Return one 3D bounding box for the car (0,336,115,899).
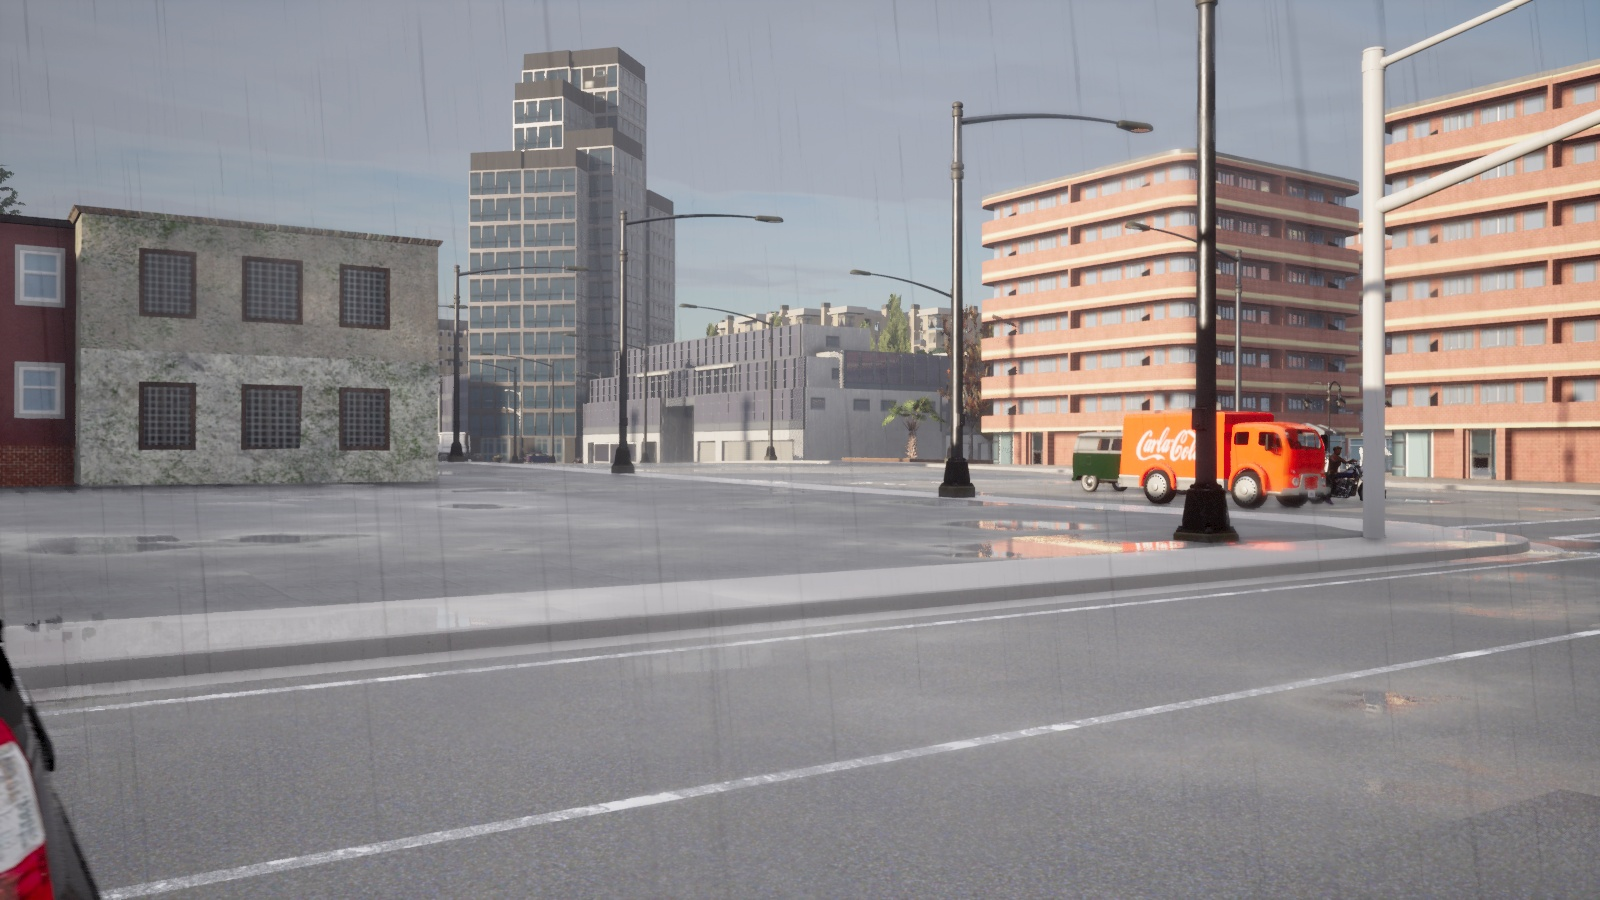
[{"bbox_3d":[-3.164,0.653,1.445,3.988,1.617,1.851,0,0,-35],"label":"car"}]

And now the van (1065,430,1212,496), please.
[{"bbox_3d":[10.778,0.355,40.265,1.775,1.987,4.442,0,1,-34],"label":"van"}]

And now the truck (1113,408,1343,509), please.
[{"bbox_3d":[11.229,0.181,33.324,2.627,2.467,5.204,0,1,-34],"label":"truck"}]

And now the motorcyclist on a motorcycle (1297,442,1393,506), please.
[{"bbox_3d":[14.804,0.625,34.177,0.766,1.649,2.350,0,1,-35],"label":"motorcyclist on a motorcycle"}]
